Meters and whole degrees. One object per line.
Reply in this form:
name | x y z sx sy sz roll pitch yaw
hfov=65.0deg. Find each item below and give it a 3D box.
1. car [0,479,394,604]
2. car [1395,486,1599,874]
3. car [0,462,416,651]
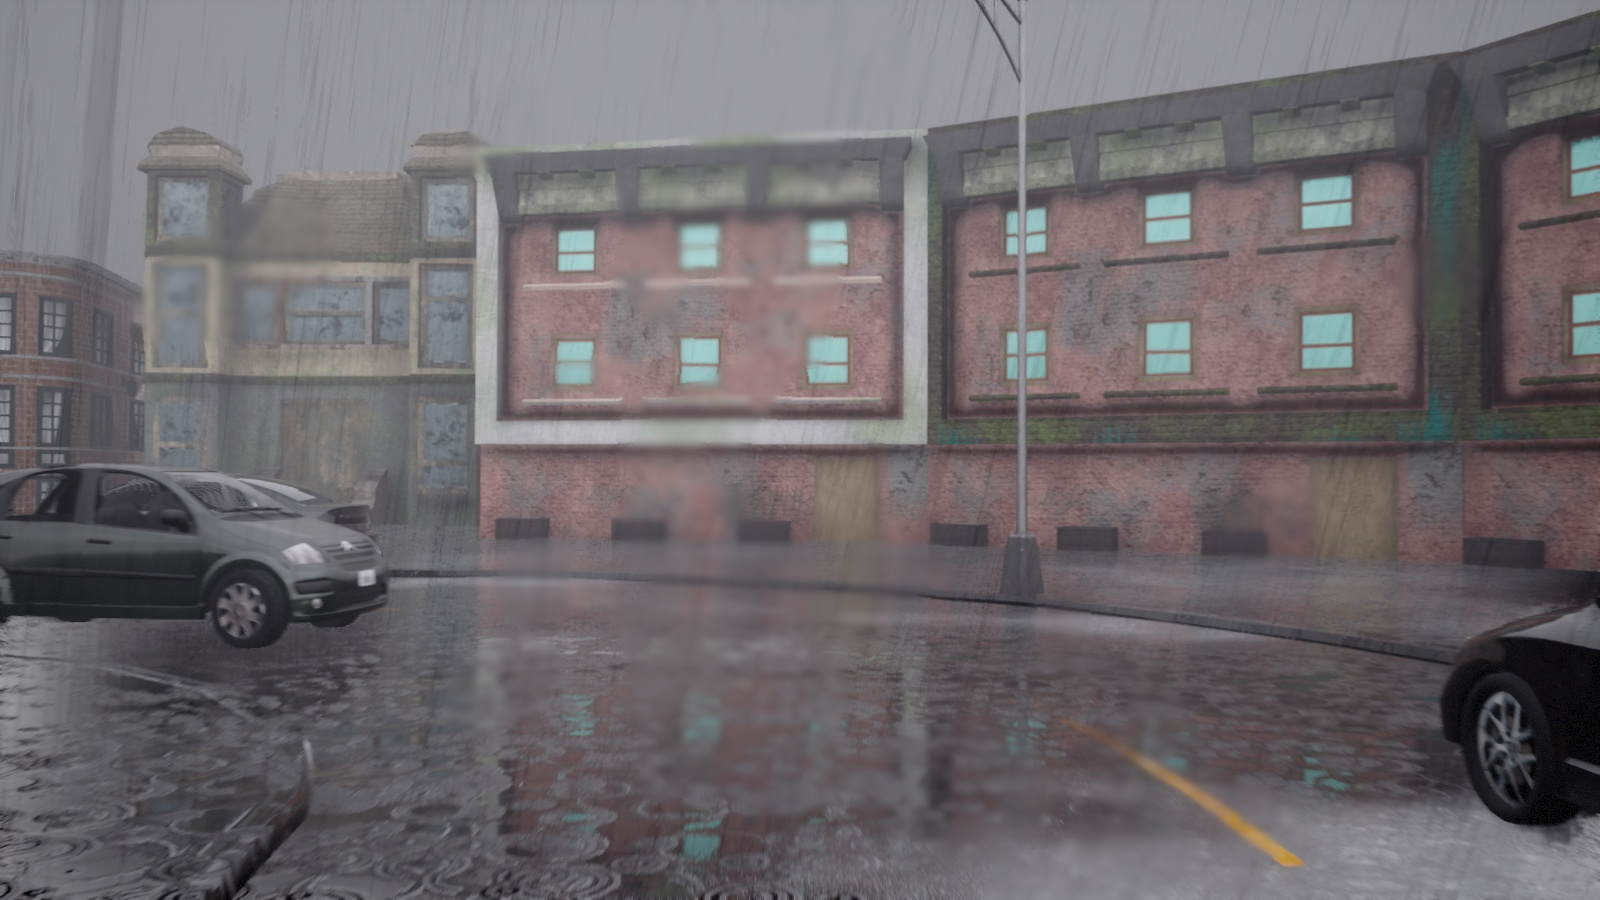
car | -7.962 1.122 16.129 4.892 1.490 1.837 0 -1 6
car | 3.995 0.886 4.387 1.816 1.474 4.193 0 -1 0
car | -5.938 0.937 11.899 3.988 1.617 1.851 0 -1 7
